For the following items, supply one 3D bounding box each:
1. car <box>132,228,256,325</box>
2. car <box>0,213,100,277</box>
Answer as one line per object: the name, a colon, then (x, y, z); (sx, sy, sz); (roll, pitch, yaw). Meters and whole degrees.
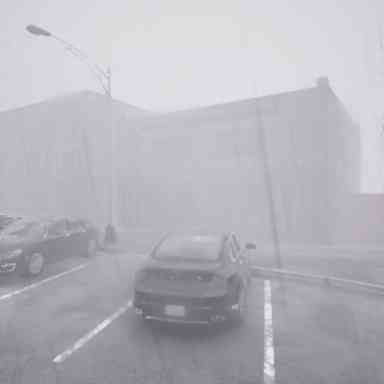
car: (0.266, 1.530, 7.316); (2.231, 1.521, 4.892); (0, -1, 12)
car: (-4.678, 1.494, 10.467); (2.231, 1.521, 4.892); (1, -1, 12)
